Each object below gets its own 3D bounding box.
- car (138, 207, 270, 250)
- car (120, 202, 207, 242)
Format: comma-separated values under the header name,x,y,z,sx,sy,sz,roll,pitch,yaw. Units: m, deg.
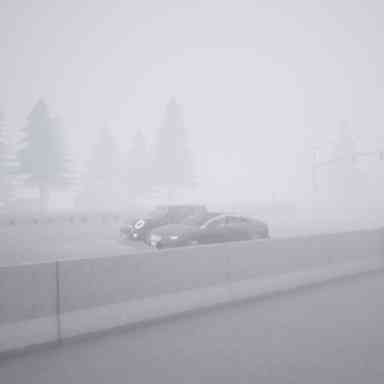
name,x,y,z,sx,sy,sz,roll,pitch,yaw
car,0.767,1.512,12.651,4.902,1.511,2.128,0,0,-32
car,-1.033,1.365,15.655,4.553,1.767,2.097,0,0,-32
